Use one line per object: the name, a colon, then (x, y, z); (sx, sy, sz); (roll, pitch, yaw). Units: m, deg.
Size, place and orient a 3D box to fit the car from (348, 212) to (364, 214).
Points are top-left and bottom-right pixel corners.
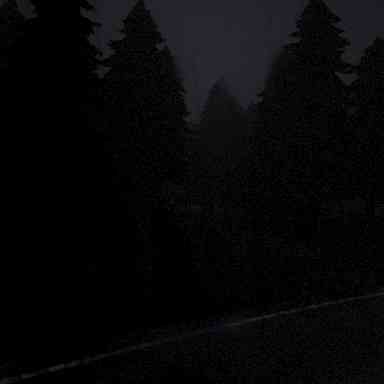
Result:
car: (22.999, 3.349, 45.649); (1.895, 1.301, 4.718); (6, -8, -22)
